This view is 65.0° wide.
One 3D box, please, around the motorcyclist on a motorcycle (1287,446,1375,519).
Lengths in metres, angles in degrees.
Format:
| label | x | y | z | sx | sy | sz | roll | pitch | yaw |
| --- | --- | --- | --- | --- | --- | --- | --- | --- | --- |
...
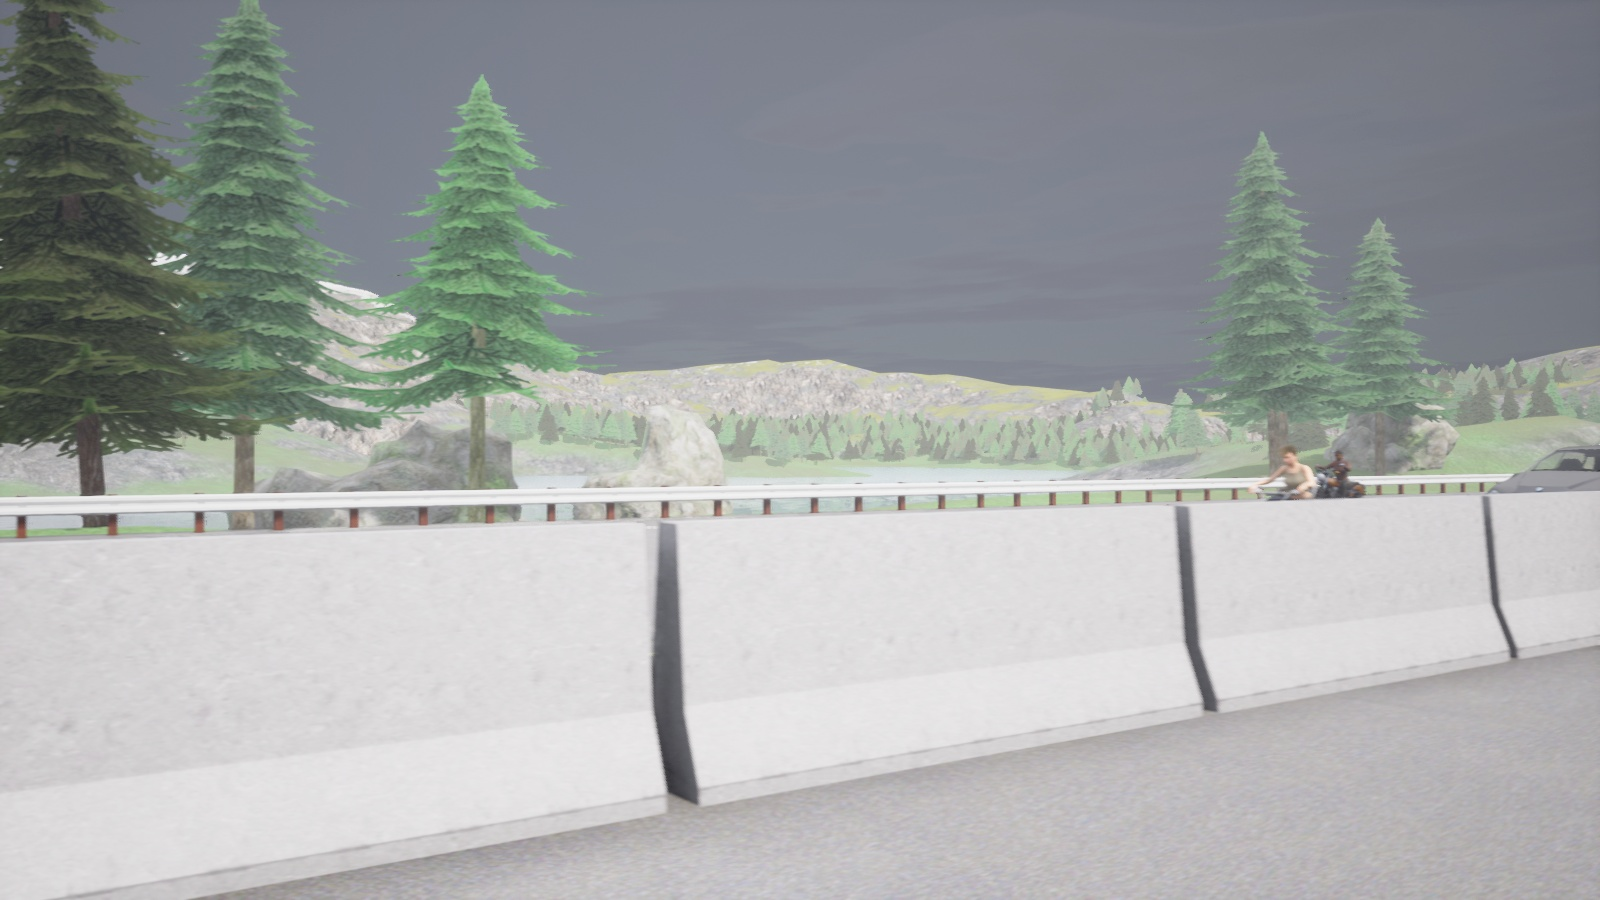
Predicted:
| label | x | y | z | sx | sy | sz | roll | pitch | yaw |
| --- | --- | --- | --- | --- | --- | --- | --- | --- | --- |
| motorcyclist on a motorcycle | 12.465 | 0.741 | 29.445 | 2.350 | 1.649 | 0.766 | 0 | 0 | -35 |

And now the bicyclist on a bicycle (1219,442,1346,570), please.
| label | x | y | z | sx | sy | sz | roll | pitch | yaw |
| --- | --- | --- | --- | --- | --- | --- | --- | --- | --- |
| bicyclist on a bicycle | 6.403 | 0.709 | 16.659 | 1.509 | 1.612 | 0.866 | 0 | 0 | -35 |

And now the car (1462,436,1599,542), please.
| label | x | y | z | sx | sy | sz | roll | pitch | yaw |
| --- | --- | --- | --- | --- | --- | --- | --- | --- | --- |
| car | 13.861 | 0.613 | 21.879 | 4.611 | 1.667 | 2.242 | 0 | 0 | -35 |
